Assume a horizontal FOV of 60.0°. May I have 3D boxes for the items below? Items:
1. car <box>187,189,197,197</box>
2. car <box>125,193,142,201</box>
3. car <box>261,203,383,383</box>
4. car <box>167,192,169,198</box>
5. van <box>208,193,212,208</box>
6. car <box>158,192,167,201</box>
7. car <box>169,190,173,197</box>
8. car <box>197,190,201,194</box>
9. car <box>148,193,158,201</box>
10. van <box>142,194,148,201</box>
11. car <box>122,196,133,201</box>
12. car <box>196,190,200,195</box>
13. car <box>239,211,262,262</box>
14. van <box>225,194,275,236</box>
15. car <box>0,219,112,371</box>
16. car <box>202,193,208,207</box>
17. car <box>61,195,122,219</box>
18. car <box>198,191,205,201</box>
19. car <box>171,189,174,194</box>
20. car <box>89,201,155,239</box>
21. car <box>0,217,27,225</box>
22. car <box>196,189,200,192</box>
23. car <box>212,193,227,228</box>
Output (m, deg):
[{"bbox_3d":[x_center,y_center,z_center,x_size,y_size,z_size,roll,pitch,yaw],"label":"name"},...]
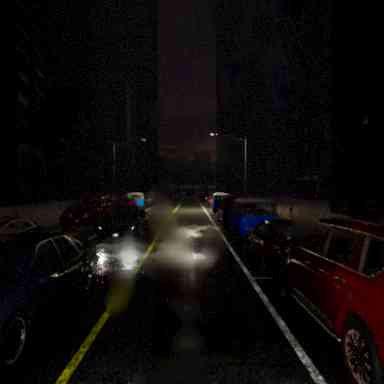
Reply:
[{"bbox_3d":[-0.414,0.398,83.278,1.812,1.442,4.674,0,1,0],"label":"car"},{"bbox_3d":[-5.916,1.127,29.194,1.967,1.590,4.097,-1,1,0],"label":"car"},{"bbox_3d":[2.737,1.255,4.997,2.192,1.841,5.009,-1,1,0],"label":"car"},{"bbox_3d":[-6.096,0.849,65.543,1.802,1.307,4.206,-1,1,0],"label":"car"},{"bbox_3d":[2.639,1.000,30.433,1.690,1.788,3.998,-1,1,0],"label":"van"},{"bbox_3d":[-6.070,0.877,60.165,1.887,1.381,4.507,-1,1,0],"label":"car"},{"bbox_3d":[-6.150,0.683,76.297,2.008,1.369,4.403,-1,1,0],"label":"car"},{"bbox_3d":[2.452,0.875,60.908,1.947,1.339,4.313,-1,1,0],"label":"car"},{"bbox_3d":[-5.991,0.959,44.031,1.967,1.590,4.097,-1,1,0],"label":"car"},{"bbox_3d":[-5.942,0.973,34.079,1.690,1.788,3.998,-1,1,0],"label":"van"},{"bbox_3d":[-5.890,1.286,24.310,1.887,1.381,4.507,-1,1,0],"label":"car"},{"bbox_3d":[2.426,0.797,66.109,2.008,1.369,4.403,-1,1,0],"label":"car"},{"bbox_3d":[2.721,1.466,10.087,1.802,1.307,4.206,-1,1,0],"label":"car"},{"bbox_3d":[2.698,1.169,15.172,1.690,1.788,3.998,-1,1,0],"label":"van"},{"bbox_3d":[-3.125,1.487,5.834,2.033,1.411,5.357,0,1,0],"label":"car"},{"bbox_3d":[2.556,1.132,40.098,1.802,1.307,4.206,-1,1,0],"label":"car"},{"bbox_3d":[-5.869,1.110,19.422,2.192,1.841,5.009,-1,1,0],"label":"car"},{"bbox_3d":[2.478,0.937,55.704,1.947,1.339,4.313,-1,1,0],"label":"car"},{"bbox_3d":[-6.177,0.628,81.676,1.947,1.339,4.313,-1,1,0],"label":"car"},{"bbox_3d":[-3.172,1.371,16.458,2.033,1.411,5.357,0,1,0],"label":"car"},{"bbox_3d":[-5.816,1.453,9.652,2.008,1.369,4.403,-1,1,0],"label":"car"},{"bbox_3d":[2.373,0.639,76.684,1.752,1.417,4.829,-1,1,0],"label":"car"},{"bbox_3d":[2.678,1.087,20.258,2.192,1.841,5.009,-1,1,0],"label":"car"}]
